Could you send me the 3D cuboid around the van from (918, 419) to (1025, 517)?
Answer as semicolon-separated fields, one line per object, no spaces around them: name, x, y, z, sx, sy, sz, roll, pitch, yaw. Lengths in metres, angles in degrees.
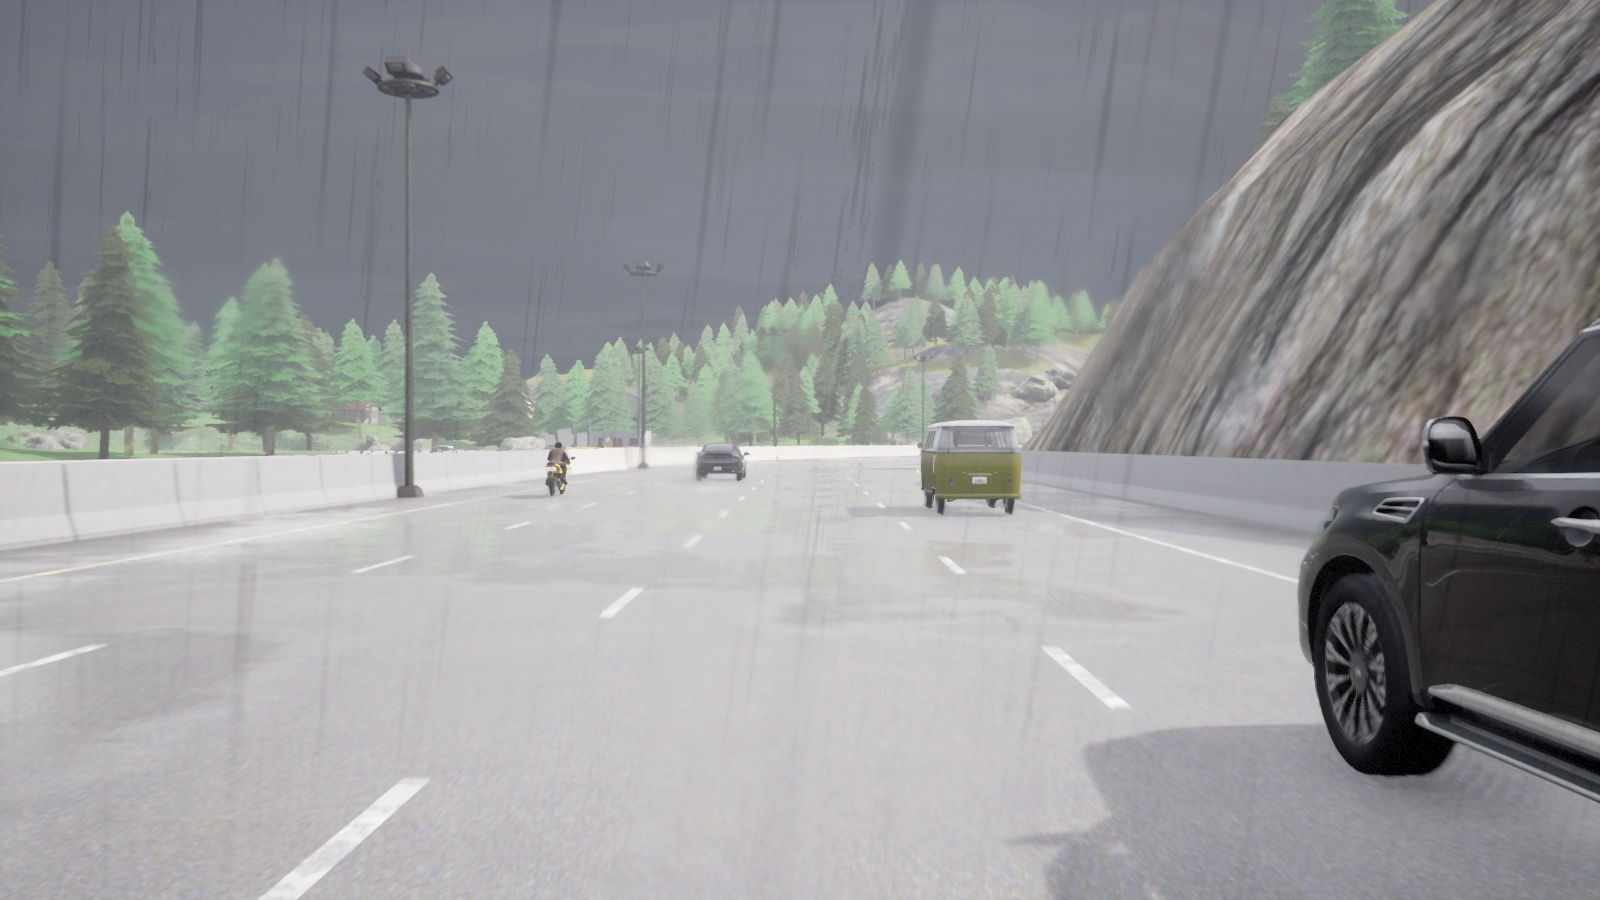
van;3.673;0.346;27.637;1.775;1.987;4.442;0;0;0

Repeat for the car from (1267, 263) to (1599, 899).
car;3.538;0.447;3.869;2.150;2.045;5.566;0;0;0

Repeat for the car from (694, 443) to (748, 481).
car;-3.183;0.459;51.444;1.837;1.490;4.892;0;0;1

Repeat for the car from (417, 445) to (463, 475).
car;-16.978;0.453;59.339;1.481;1.376;2.207;0;0;2

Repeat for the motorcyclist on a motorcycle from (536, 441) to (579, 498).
motorcyclist on a motorcycle;-6.785;0.525;35.161;0.797;1.523;2.044;0;0;0
